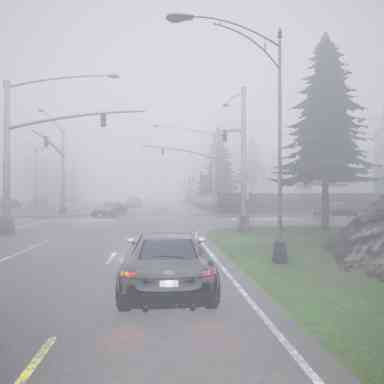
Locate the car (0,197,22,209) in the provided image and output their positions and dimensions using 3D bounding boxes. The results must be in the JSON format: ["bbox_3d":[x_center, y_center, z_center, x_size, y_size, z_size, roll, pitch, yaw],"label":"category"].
[{"bbox_3d":[-21.450,1.339,38.429,2.007,1.523,4.514,0,0,-5],"label":"car"}]

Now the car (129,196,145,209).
[{"bbox_3d":[-7.953,1.354,45.300,2.097,1.767,4.553,0,0,-6],"label":"car"}]

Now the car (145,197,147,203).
[{"bbox_3d":[-9.996,1.564,66.875,1.994,1.385,4.181,0,0,-5],"label":"car"}]

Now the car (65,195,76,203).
[{"bbox_3d":[-23.754,1.374,64.361,1.845,1.501,3.633,0,0,-5],"label":"car"}]

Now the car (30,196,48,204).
[{"bbox_3d":[-26.068,1.384,56.706,1.970,1.475,3.806,0,0,-5],"label":"car"}]

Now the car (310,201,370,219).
[{"bbox_3d":[12.626,1.491,28.457,4.902,1.511,2.128,0,0,-7],"label":"car"}]

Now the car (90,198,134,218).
[{"bbox_3d":[-7.257,1.547,30.039,2.033,1.411,5.357,0,0,8],"label":"car"}]

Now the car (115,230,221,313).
[{"bbox_3d":[-0.584,1.564,7.784,1.994,1.385,4.181,0,0,-5],"label":"car"}]
